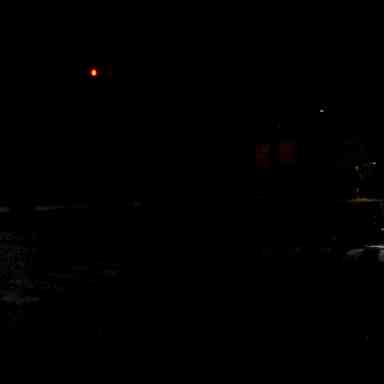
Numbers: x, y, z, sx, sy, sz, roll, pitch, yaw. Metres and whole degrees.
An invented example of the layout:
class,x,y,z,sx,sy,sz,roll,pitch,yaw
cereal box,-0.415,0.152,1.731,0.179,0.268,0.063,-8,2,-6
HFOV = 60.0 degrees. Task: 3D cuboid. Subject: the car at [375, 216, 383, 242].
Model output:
class,x,y,z,sx,sy,sz,roll,pitch,yaw
car,9.559,1.516,15.167,1.994,1.385,4.181,-3,0,32
